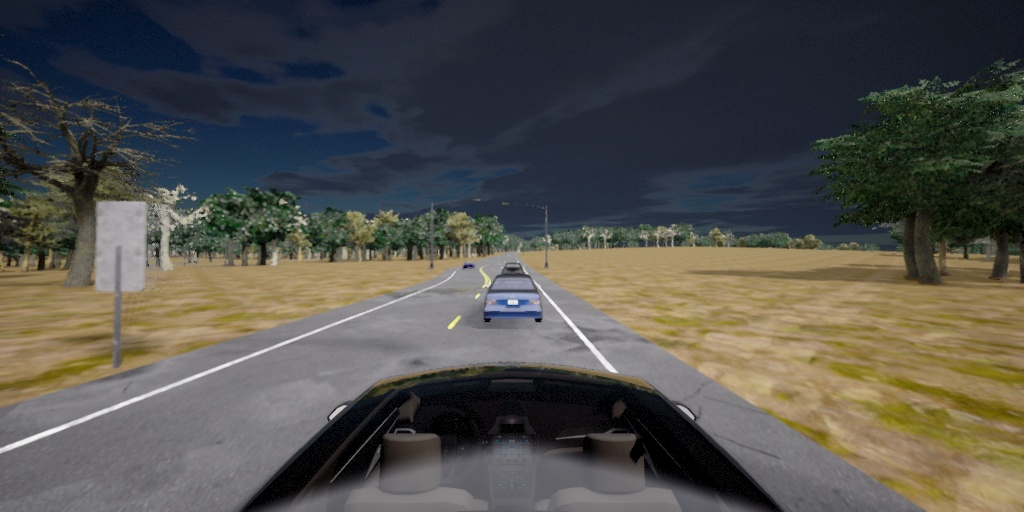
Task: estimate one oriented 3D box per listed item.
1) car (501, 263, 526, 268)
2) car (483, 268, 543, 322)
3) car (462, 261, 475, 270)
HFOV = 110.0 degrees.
[{"bbox_3d":[0.087,1.319,31.276,1.837,1.490,4.892,0,0,0],"label":"car"},{"bbox_3d":[0.046,1.321,12.367,2.033,1.411,5.357,0,0,1],"label":"car"},{"bbox_3d":[-6.549,1.415,54.692,1.895,1.301,4.718,0,0,-5],"label":"car"}]
